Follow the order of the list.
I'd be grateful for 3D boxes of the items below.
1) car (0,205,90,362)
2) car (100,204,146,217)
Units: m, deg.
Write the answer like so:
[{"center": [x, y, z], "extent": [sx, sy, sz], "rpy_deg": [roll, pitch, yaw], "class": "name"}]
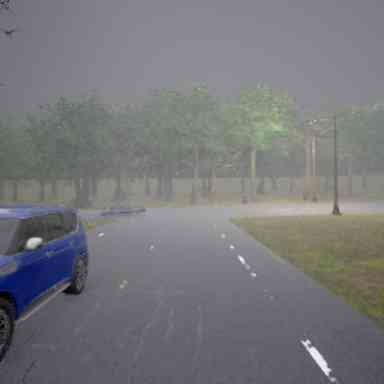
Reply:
[{"center": [-3.596, 1.296, 6.080], "extent": [2.150, 2.045, 5.566], "rpy_deg": [0, -1, 0], "class": "car"}, {"center": [-8.422, 2.181, 40.672], "extent": [5.357, 1.411, 2.033], "rpy_deg": [-3, 1, 0], "class": "car"}]
